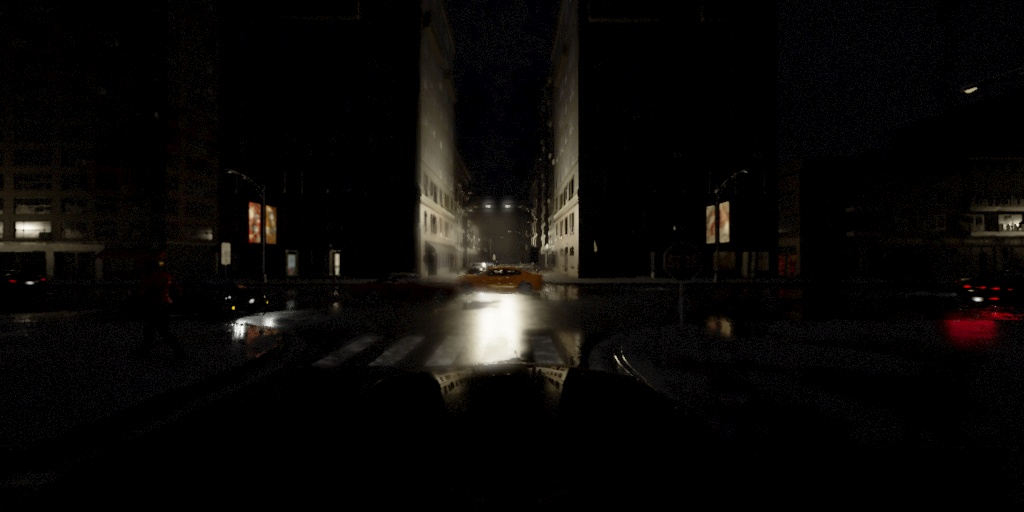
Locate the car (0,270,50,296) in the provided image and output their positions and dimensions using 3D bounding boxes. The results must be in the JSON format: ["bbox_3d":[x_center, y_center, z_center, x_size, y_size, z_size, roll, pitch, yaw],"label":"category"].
[{"bbox_3d":[-28.366,1.460,19.613,4.181,1.385,1.994,0,0,0],"label":"car"}]

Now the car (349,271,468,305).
[{"bbox_3d":[-4.592,1.440,16.187,4.718,1.301,1.895,0,0,0],"label":"car"}]

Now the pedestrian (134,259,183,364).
[{"bbox_3d":[-6.160,0.917,6.259,0.375,1.860,0.375,0,0,0],"label":"pedestrian"}]

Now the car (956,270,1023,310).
[{"bbox_3d":[19.244,1.297,12.965,4.892,1.490,1.837,0,0,0],"label":"car"}]

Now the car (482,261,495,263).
[{"bbox_3d":[-3.093,1.433,33.864,2.128,1.511,4.902,0,0,2],"label":"car"}]

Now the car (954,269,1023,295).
[{"bbox_3d":[27.765,1.412,19.673,4.718,1.301,1.895,0,0,0],"label":"car"}]

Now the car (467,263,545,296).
[{"bbox_3d":[-0.733,1.327,19.644,5.008,1.535,1.882,0,0,0],"label":"car"}]

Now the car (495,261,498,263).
[{"bbox_3d":[-3.044,1.497,44.333,2.128,1.511,4.902,0,0,0],"label":"car"}]

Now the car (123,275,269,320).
[{"bbox_3d":[-11.062,1.396,12.706,4.181,1.385,1.994,0,0,5],"label":"car"}]
